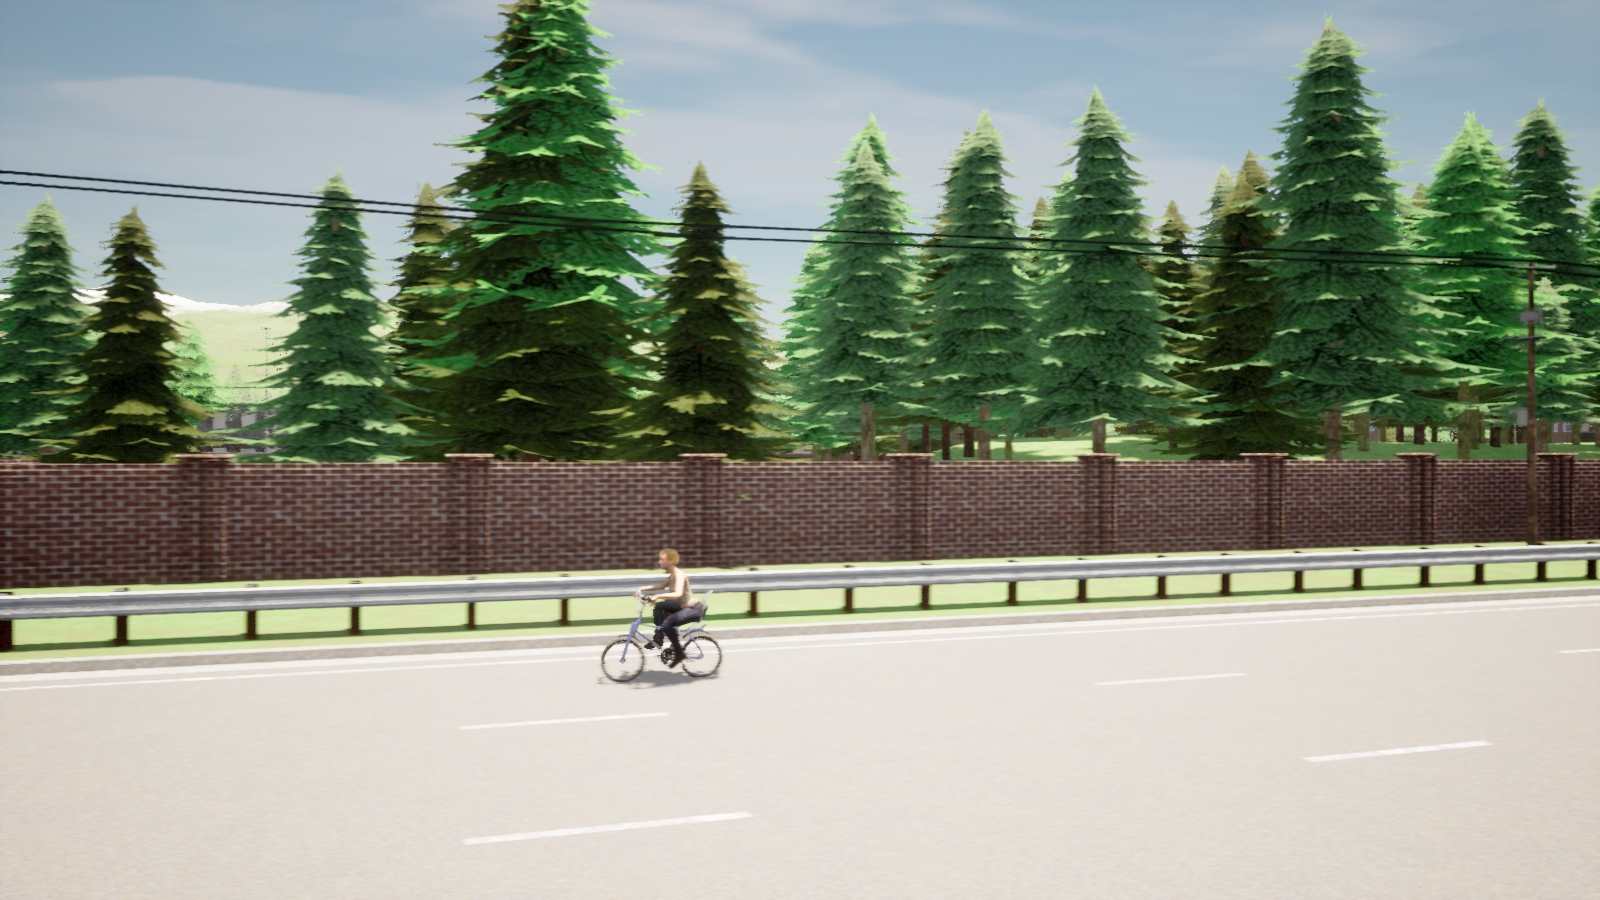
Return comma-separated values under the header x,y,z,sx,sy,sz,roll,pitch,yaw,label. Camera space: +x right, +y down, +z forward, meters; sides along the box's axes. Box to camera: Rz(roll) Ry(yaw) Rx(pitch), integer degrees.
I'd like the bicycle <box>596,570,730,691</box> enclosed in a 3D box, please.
x,y,z,sx,sy,sz,roll,pitch,yaw,label
-1.670,2.156,13.865,1.487,1.276,0.859,0,0,-17,bicycle
